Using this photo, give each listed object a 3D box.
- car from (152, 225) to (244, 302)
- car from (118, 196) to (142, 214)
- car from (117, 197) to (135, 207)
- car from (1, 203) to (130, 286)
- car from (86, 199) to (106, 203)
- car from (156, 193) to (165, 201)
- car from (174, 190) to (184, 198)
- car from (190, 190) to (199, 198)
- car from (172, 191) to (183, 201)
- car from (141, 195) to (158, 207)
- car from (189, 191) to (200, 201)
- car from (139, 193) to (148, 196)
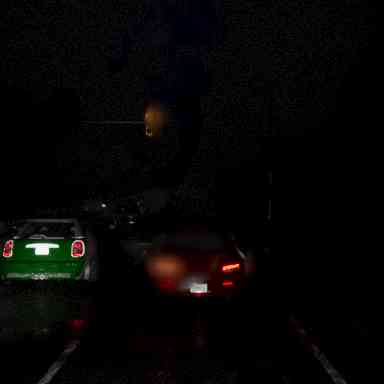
[{"bbox_3d":[0.131,1.526,8.145,1.812,1.442,4.674,0,0,0],"label":"car"},{"bbox_3d":[-6.875,1.504,35.461,1.837,1.490,4.892,0,0,0],"label":"car"},{"bbox_3d":[-10.233,1.555,52.046,1.994,1.385,4.181,0,0,1],"label":"car"},{"bbox_3d":[-3.361,1.352,9.611,2.097,1.767,4.553,0,0,0],"label":"car"},{"bbox_3d":[-10.378,1.491,35.193,2.128,1.511,4.902,0,0,1],"label":"car"},{"bbox_3d":[-6.534,0.966,67.064,2.128,1.511,4.902,0,3,1],"label":"car"},{"bbox_3d":[-2.942,0.508,76.509,2.128,1.511,4.902,0,3,0],"label":"car"},{"bbox_3d":[0.561,0.471,76.719,1.837,1.490,4.892,0,3,0],"label":"car"},{"bbox_3d":[-2.924,0.983,66.399,1.882,1.535,5.008,0,3,1],"label":"car"},{"bbox_3d":[-6.746,1.597,50.897,1.895,1.301,4.718,0,0,1],"label":"car"},{"bbox_3d":[0.578,0.843,66.640,2.097,1.767,4.553,0,3,0],"label":"car"},{"bbox_3d":[-10.007,0.994,68.643,1.895,1.301,4.718,0,3,0],"label":"car"}]
